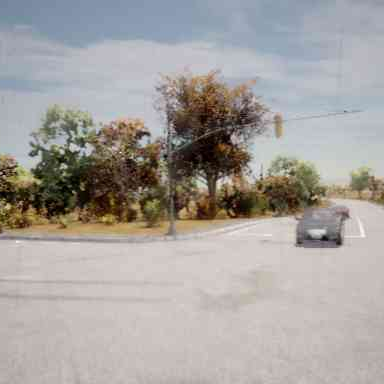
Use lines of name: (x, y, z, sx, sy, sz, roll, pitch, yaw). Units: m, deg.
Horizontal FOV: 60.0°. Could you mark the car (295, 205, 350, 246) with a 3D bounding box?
car: (5.982, 1.508, 15.391, 2.128, 1.511, 4.902, -2, -1, 26)
